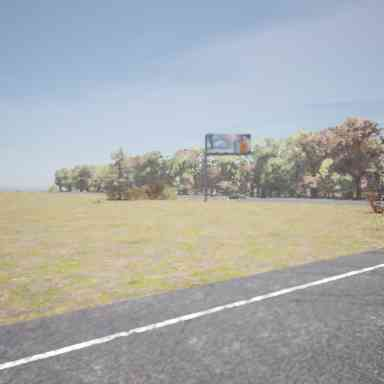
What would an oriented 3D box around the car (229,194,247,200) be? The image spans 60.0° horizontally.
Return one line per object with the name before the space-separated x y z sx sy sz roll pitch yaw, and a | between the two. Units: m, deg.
car | 10.939 1.150 79.417 2.128 1.511 4.902 0 0 -34
